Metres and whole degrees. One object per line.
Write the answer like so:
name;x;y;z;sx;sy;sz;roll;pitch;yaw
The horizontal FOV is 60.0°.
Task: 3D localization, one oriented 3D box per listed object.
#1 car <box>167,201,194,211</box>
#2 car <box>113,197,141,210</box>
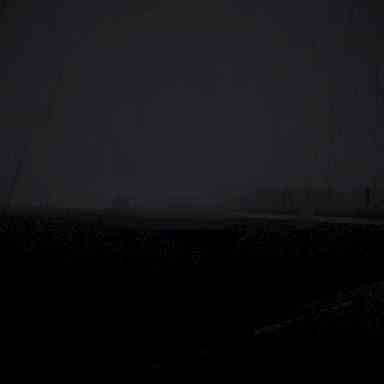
car;-1.843;2.134;50.925;4.902;1.511;2.128;-1;0;45
car;-10.537;2.061;55.393;4.553;1.767;2.097;0;0;43
